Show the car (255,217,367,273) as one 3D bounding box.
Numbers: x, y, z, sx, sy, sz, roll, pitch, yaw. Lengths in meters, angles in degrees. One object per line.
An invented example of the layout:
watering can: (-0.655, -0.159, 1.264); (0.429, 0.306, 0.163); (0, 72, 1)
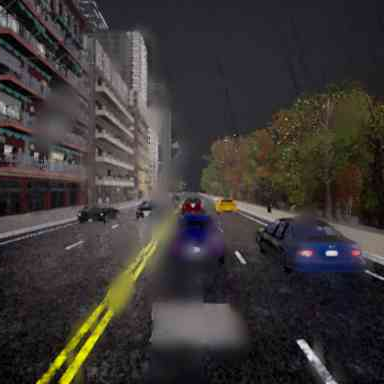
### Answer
car: (3.351, 1.514, 10.493); (2.033, 1.411, 5.357); (0, 0, 0)

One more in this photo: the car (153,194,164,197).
car: (-6.515, 1.158, 65.669); (2.097, 1.767, 4.553); (0, 0, 0)

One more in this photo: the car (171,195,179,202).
car: (-3.253, 1.317, 68.212); (1.837, 1.490, 4.892); (0, 0, 0)

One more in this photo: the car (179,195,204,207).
car: (0.100, 1.255, 31.606); (2.097, 1.767, 4.553); (0, 0, 0)

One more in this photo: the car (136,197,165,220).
car: (-3.348, 1.409, 26.993); (2.128, 1.511, 4.902); (0, 0, 0)

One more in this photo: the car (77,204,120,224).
car: (-6.600, 1.527, 23.831); (1.895, 1.301, 4.718); (0, 0, 0)

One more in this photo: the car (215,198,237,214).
car: (3.350, 1.376, 33.415); (1.882, 1.535, 5.008); (0, 0, 0)

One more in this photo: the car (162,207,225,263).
car: (0.104, 1.488, 11.728); (1.812, 1.442, 4.674); (0, 0, 0)
